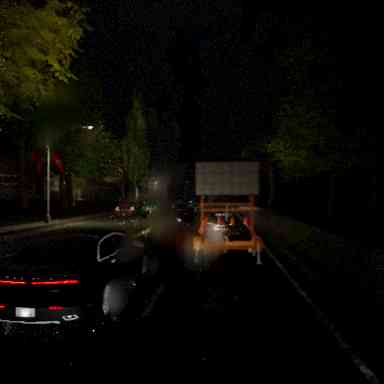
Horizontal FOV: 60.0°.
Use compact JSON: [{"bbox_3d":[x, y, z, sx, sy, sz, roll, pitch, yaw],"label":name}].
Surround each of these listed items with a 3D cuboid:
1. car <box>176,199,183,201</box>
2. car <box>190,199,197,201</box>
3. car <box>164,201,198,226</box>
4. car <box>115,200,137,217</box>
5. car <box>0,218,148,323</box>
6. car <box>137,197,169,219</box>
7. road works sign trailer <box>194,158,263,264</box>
[{"bbox_3d":[-2.826,2.373,75.590,1.812,1.442,4.674,0,-1,5],"label":"car"},{"bbox_3d":[0.263,2.337,73.641,1.837,1.490,4.892,0,-1,5],"label":"car"},{"bbox_3d":[-0.660,1.732,25.750,1.837,1.490,4.892,0,-1,5],"label":"car"},{"bbox_3d":[-6.549,1.702,35.110,2.097,1.767,4.553,0,-1,5],"label":"car"},{"bbox_3d":[-2.299,1.576,7.435,1.837,1.490,4.892,0,0,5],"label":"car"},{"bbox_3d":[-3.465,1.538,33.141,2.150,2.045,5.566,0,-1,5],"label":"car"},{"bbox_3d":[1.296,0.562,12.312,2.380,3.560,2.880,0,0,5],"label":"road works sign trailer"}]
